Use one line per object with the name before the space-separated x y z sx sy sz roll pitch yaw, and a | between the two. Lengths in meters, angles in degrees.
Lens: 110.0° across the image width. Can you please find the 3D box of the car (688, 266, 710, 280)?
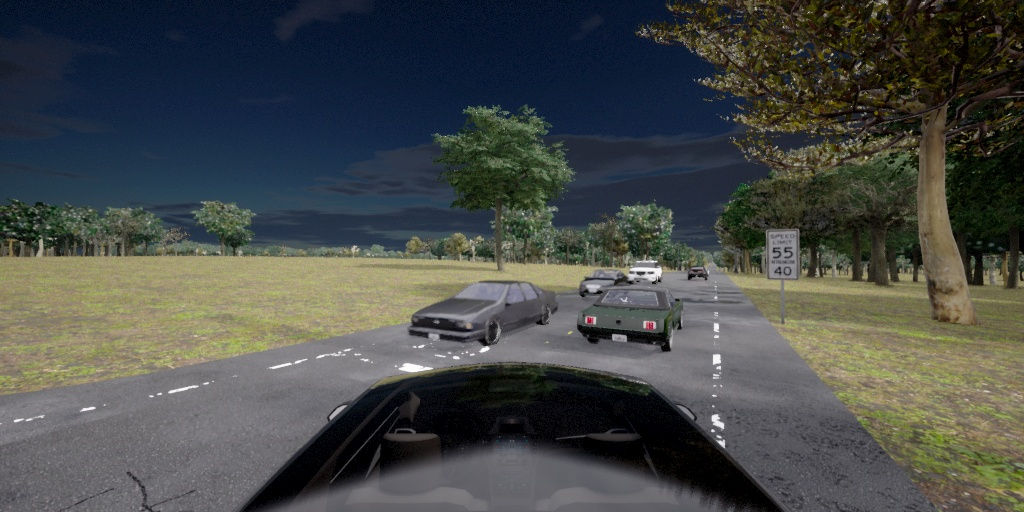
car | 20.325 1.847 39.176 1.837 1.490 4.892 0 -1 30

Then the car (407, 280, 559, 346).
car | -0.394 1.395 10.103 2.033 1.411 5.357 0 -1 29

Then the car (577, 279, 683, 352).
car | 3.336 1.449 9.382 1.895 1.301 4.718 0 -1 30

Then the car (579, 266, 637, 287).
car | 5.247 1.500 20.034 2.128 1.511 4.902 0 -1 30

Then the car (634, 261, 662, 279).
car | 11.787 1.420 31.546 2.150 2.045 5.566 0 -1 29
